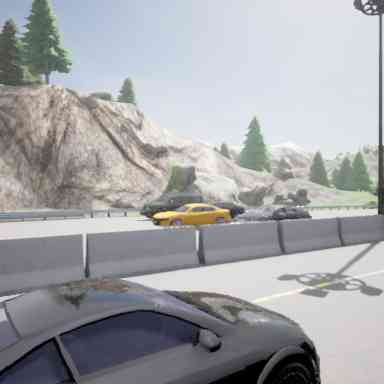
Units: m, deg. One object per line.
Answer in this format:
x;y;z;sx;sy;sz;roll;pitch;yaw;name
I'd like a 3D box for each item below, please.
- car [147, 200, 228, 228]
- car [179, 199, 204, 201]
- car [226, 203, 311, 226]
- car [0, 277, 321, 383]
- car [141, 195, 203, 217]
0.046;1.490;20.512;5.008;1.535;1.882;0;0;-31;car
1.816;1.494;25.591;5.008;1.535;1.882;0;0;-29;car
4.710;1.507;19.178;4.902;1.511;2.128;0;0;-30;car
-0.692;1.565;3.115;4.181;1.385;1.994;0;0;-35;car
-1.430;1.237;27.782;5.566;2.045;2.150;0;0;-30;car
